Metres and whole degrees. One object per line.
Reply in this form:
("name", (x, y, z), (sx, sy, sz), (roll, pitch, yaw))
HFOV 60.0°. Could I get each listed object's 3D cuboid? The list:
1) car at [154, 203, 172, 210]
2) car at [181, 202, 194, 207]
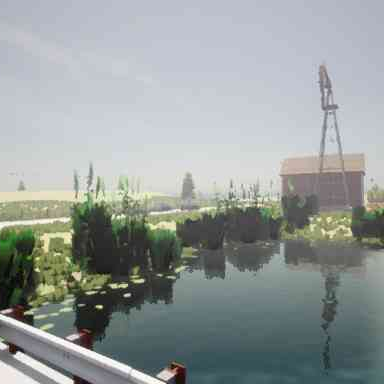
("car", (-5.640, 2.829, 61.362), (2.097, 1.767, 4.553), (-1, -1, 34))
("car", (-0.218, 2.734, 63.651), (2.097, 1.767, 4.553), (-1, -1, 34))
